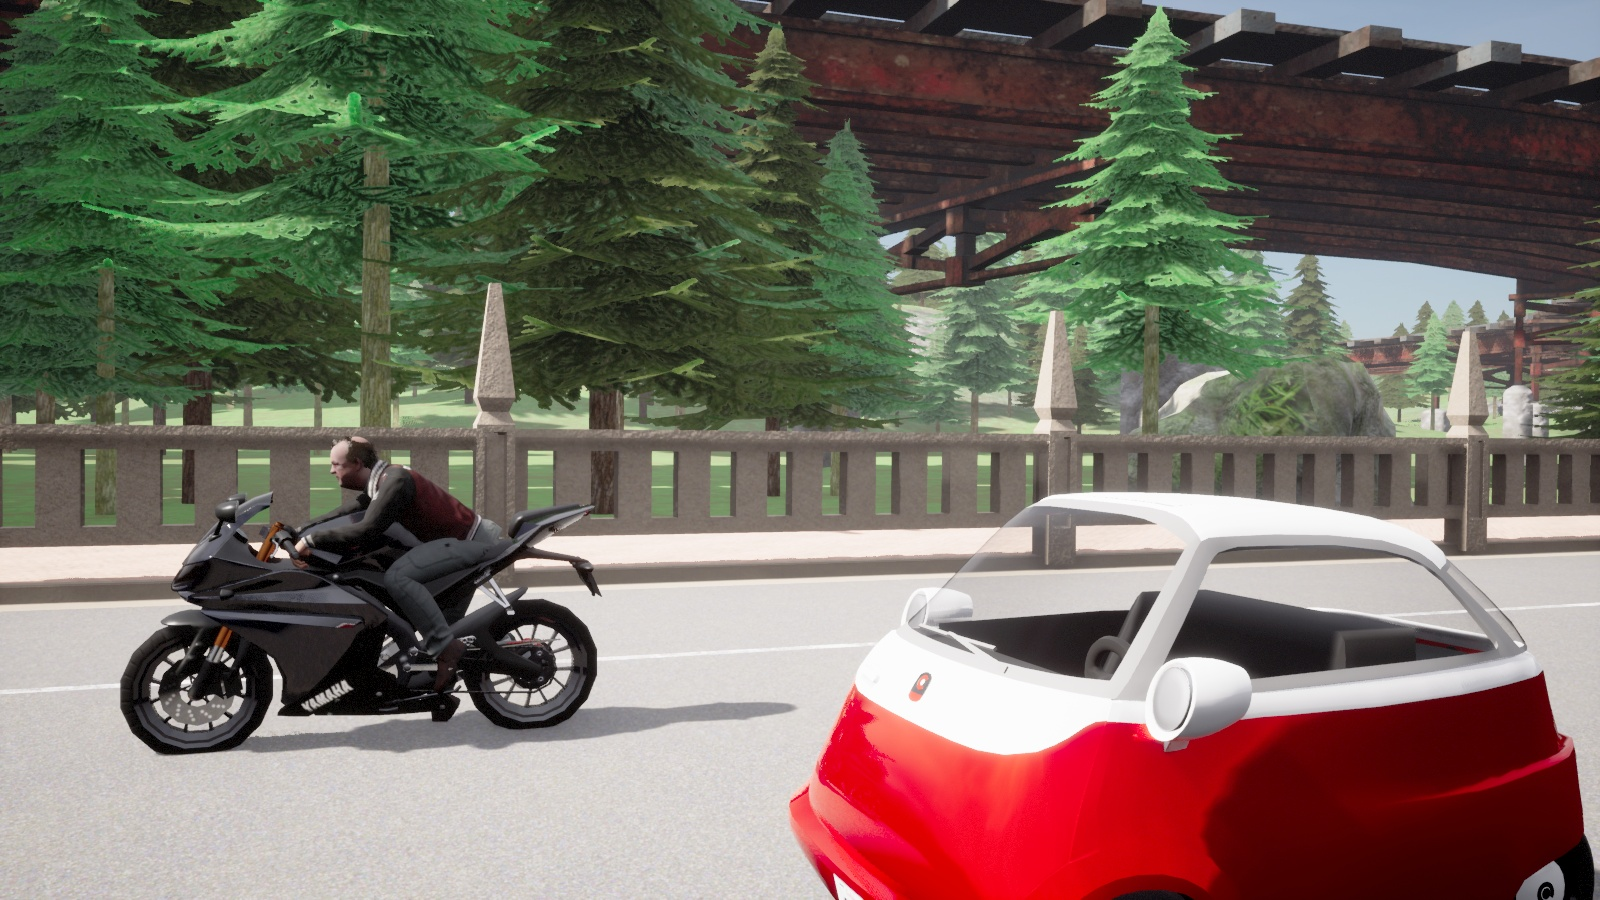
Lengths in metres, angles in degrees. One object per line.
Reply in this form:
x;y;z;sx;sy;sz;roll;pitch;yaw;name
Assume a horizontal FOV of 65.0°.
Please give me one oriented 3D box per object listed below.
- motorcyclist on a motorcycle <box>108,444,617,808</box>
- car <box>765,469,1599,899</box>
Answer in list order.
-2.089;0.755;6.190;2.191;1.530;0.866;-1;1;-21;motorcyclist on a motorcycle
1.187;0.780;3.690;2.207;1.376;1.481;-1;1;-21;car
